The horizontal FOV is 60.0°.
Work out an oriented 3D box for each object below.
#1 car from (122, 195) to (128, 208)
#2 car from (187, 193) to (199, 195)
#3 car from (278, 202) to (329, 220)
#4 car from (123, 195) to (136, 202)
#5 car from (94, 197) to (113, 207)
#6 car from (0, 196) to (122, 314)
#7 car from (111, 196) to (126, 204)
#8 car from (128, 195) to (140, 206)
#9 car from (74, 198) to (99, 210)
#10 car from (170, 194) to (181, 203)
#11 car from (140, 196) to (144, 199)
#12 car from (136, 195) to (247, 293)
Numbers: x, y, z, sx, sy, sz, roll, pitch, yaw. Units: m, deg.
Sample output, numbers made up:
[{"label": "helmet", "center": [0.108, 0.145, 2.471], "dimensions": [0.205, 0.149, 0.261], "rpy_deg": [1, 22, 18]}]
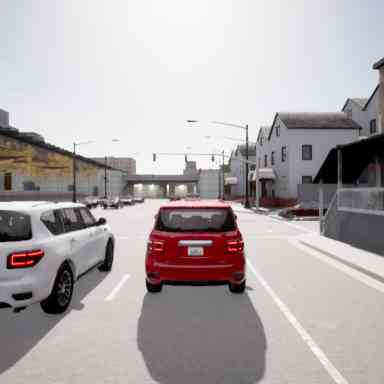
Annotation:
[{"label": "car", "center": [-10.494, 1.478, 44.619], "dimensions": [2.128, 1.511, 4.902], "rpy_deg": [0, 0, 0]}, {"label": "car", "center": [0.173, 1.207, 46.809], "dimensions": [2.150, 2.045, 5.566], "rpy_deg": [0, 0, 1]}, {"label": "car", "center": [9.788, 1.588, 28.705], "dimensions": [4.674, 1.442, 1.812], "rpy_deg": [-2, 0, 1]}, {"label": "car", "center": [-13.826, 1.470, 73.717], "dimensions": [1.837, 1.490, 4.892], "rpy_deg": [0, 0, 0]}, {"label": "car", "center": [-13.964, 1.509, 52.947], "dimensions": [1.812, 1.442, 4.674], "rpy_deg": [0, 0, 0]}, {"label": "car", "center": [-3.409, 1.219, 7.745], "dimensions": [2.150, 2.045, 5.566], "rpy_deg": [0, 0, 1]}, {"label": "car", "center": [-13.897, 1.485, 63.303], "dimensions": [1.837, 1.490, 4.892], "rpy_deg": [0, 0, 0]}, {"label": "car", "center": [-10.463, 1.531, 54.368], "dimensions": [2.033, 1.411, 5.357], "rpy_deg": [0, 0, 0]}, {"label": "car", "center": [-13.995, 1.550, 44.207], "dimensions": [1.994, 1.385, 4.181], "rpy_deg": [0, 0, 0]}, {"label": "car", "center": [-3.337, 1.331, 69.139], "dimensions": [2.097, 1.767, 4.553], "rpy_deg": [0, 0, 0]}, {"label": "car", "center": [-10.384, 1.527, 64.657], "dimensions": [2.033, 1.411, 5.357], "rpy_deg": [0, 0, 0]}, {"label": "car", "center": [0.099, 1.219, 9.007], "dimensions": [2.150, 2.045, 5.566], "rpy_deg": [0, 0, 1]}]
